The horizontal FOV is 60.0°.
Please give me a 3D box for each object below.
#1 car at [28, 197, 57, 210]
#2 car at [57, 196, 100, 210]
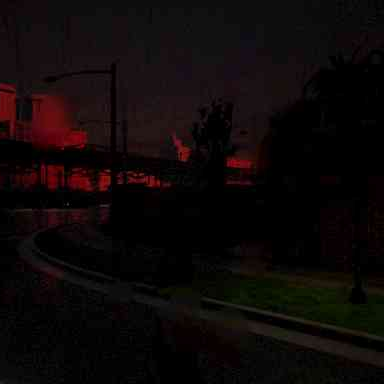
[{"bbox_3d":[-17.899,1.392,41.465,1.812,1.442,4.674,0,1,37],"label":"car"},{"bbox_3d":[-13.702,1.340,41.210,1.837,1.490,4.892,0,0,37],"label":"car"}]
